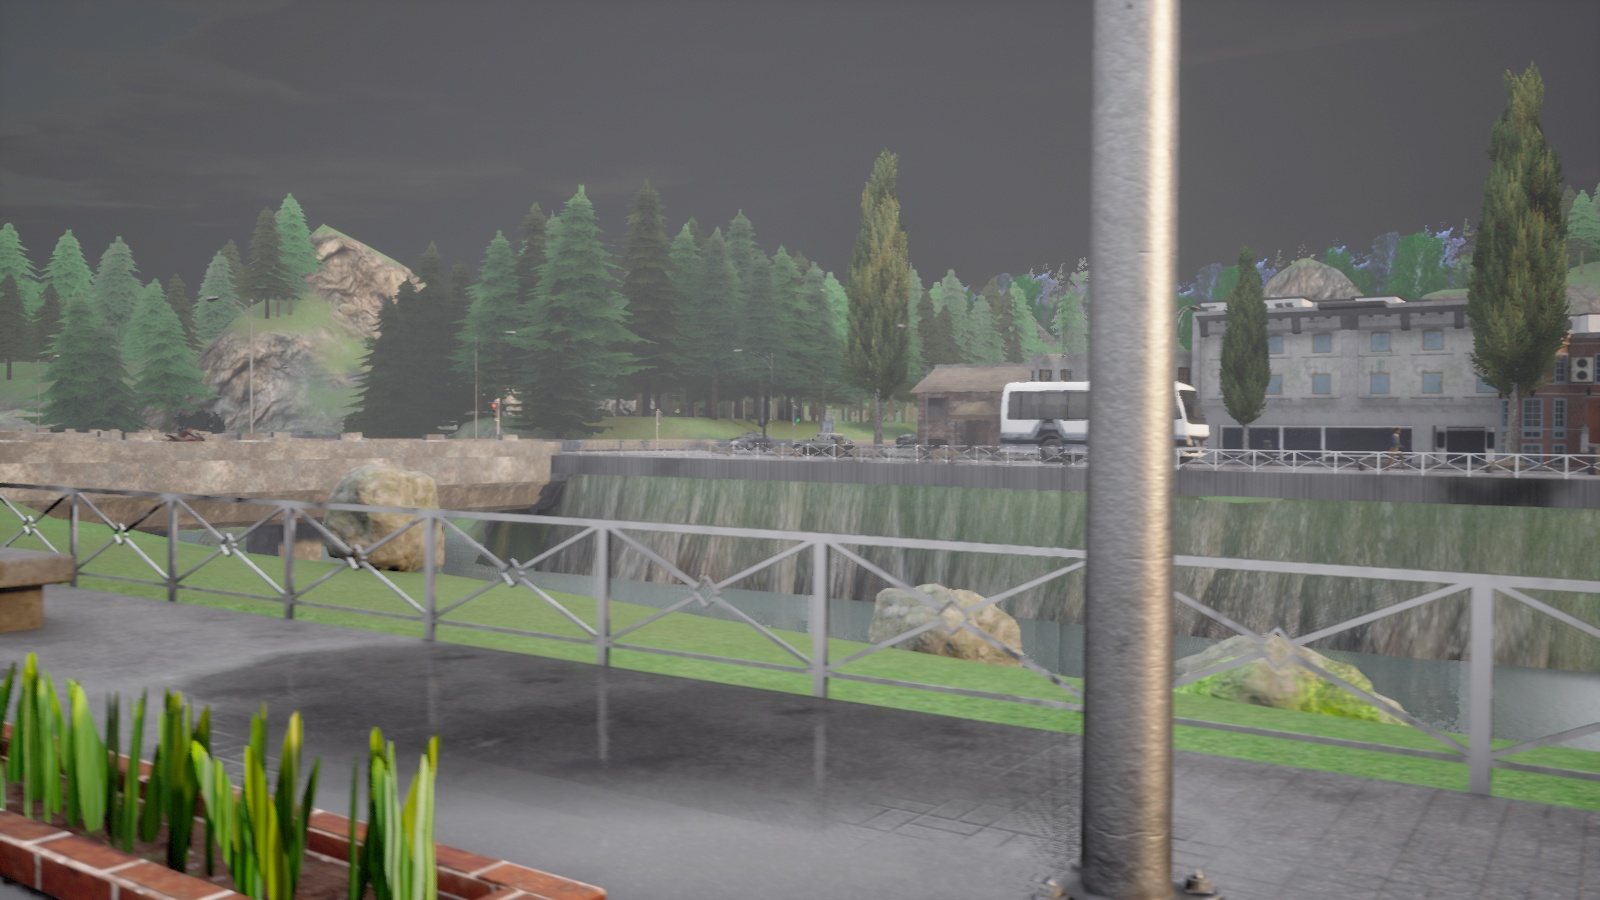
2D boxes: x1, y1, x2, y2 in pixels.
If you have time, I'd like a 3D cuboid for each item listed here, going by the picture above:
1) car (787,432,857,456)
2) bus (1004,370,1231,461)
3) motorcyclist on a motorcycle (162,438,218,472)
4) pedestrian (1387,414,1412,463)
[{"bbox_3d":[1.348,-0.370,77.320,3.806,1.475,1.970,0,1,34],"label":"car"},{"bbox_3d":[15.788,-1.647,62.914,10.273,4.253,3.944,0,1,34],"label":"bus"},{"bbox_3d":[-28.822,0.219,59.358,0.866,1.530,2.191,0,1,34],"label":"motorcyclist on a motorcycle"},{"bbox_3d":[23.828,-0.456,49.913,0.788,1.949,0.423,0,1,38],"label":"pedestrian"}]
